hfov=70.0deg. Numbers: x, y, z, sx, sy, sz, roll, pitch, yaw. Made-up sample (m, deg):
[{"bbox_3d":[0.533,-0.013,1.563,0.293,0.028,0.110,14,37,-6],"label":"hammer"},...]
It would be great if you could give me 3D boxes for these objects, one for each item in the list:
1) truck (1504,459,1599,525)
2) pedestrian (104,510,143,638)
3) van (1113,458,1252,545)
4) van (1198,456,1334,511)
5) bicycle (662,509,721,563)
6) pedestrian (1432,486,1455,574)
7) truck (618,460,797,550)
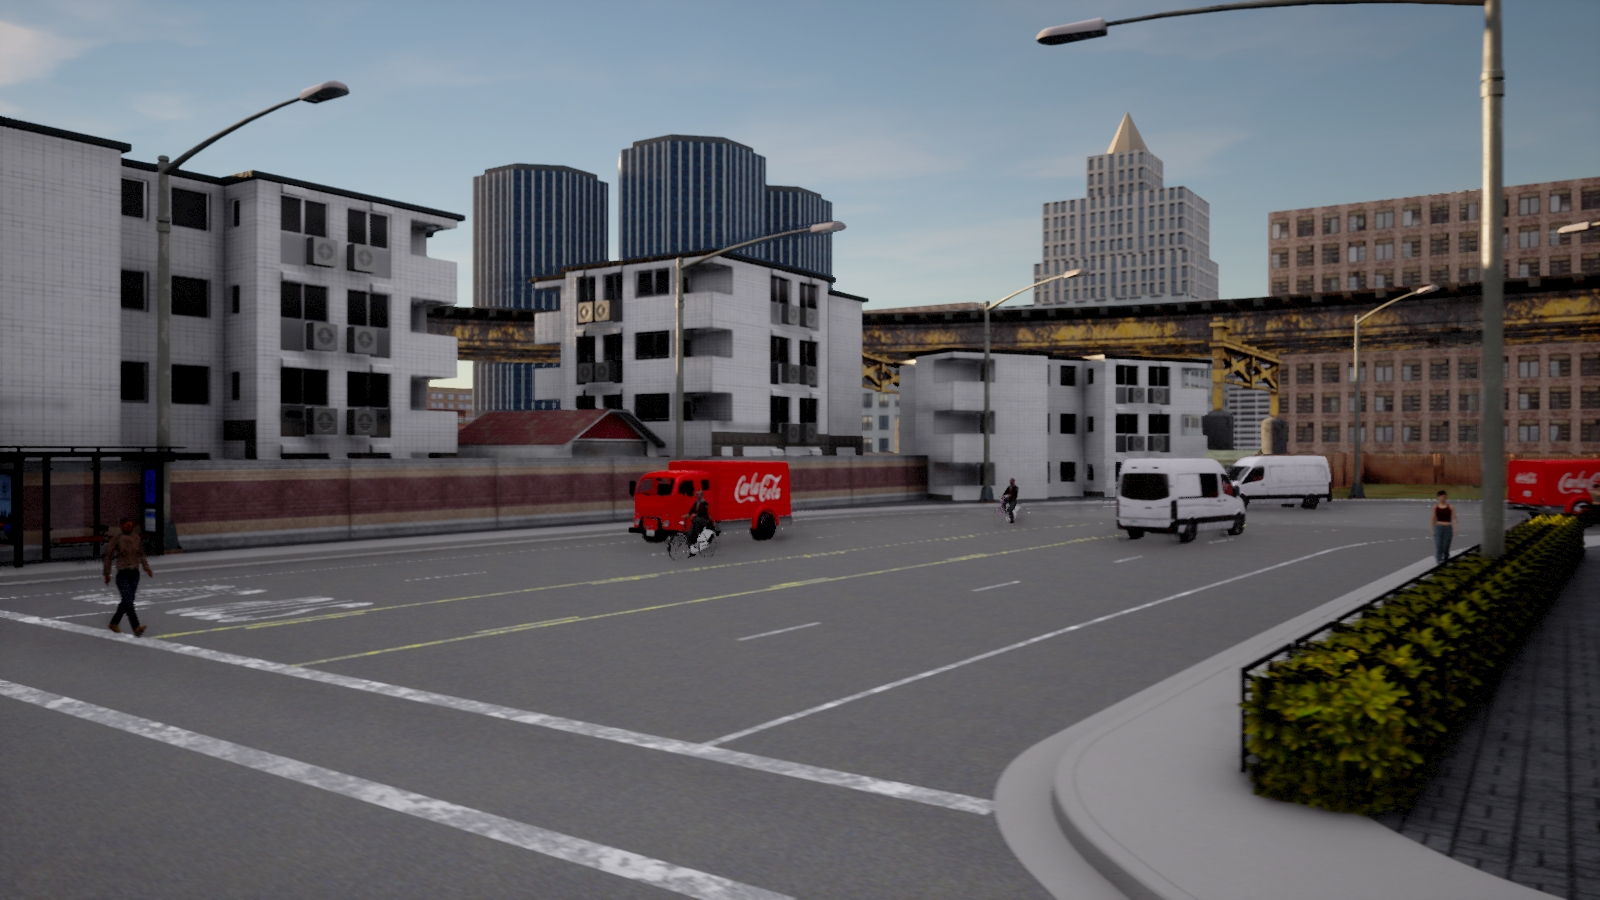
[{"bbox_3d":[30.867,1.596,44.600,5.204,2.467,2.627,0,0,-1],"label":"truck"},{"bbox_3d":[-10.094,1.835,17.041,0.375,1.860,0.375,0,0,35],"label":"pedestrian"},{"bbox_3d":[12.369,1.543,36.709,1.988,2.561,5.915,0,0,43],"label":"van"},{"bbox_3d":[22.098,1.552,54.245,5.915,2.561,1.988,0,0,-12],"label":"van"},{"bbox_3d":[-2.740,2.164,28.989,0.329,1.251,1.835,0,0,37],"label":"bicycle"},{"bbox_3d":[13.794,1.708,24.497,0.375,1.860,0.375,0,0,38],"label":"pedestrian"},{"bbox_3d":[-2.726,1.561,34.838,2.627,2.467,5.204,0,0,37],"label":"truck"}]
